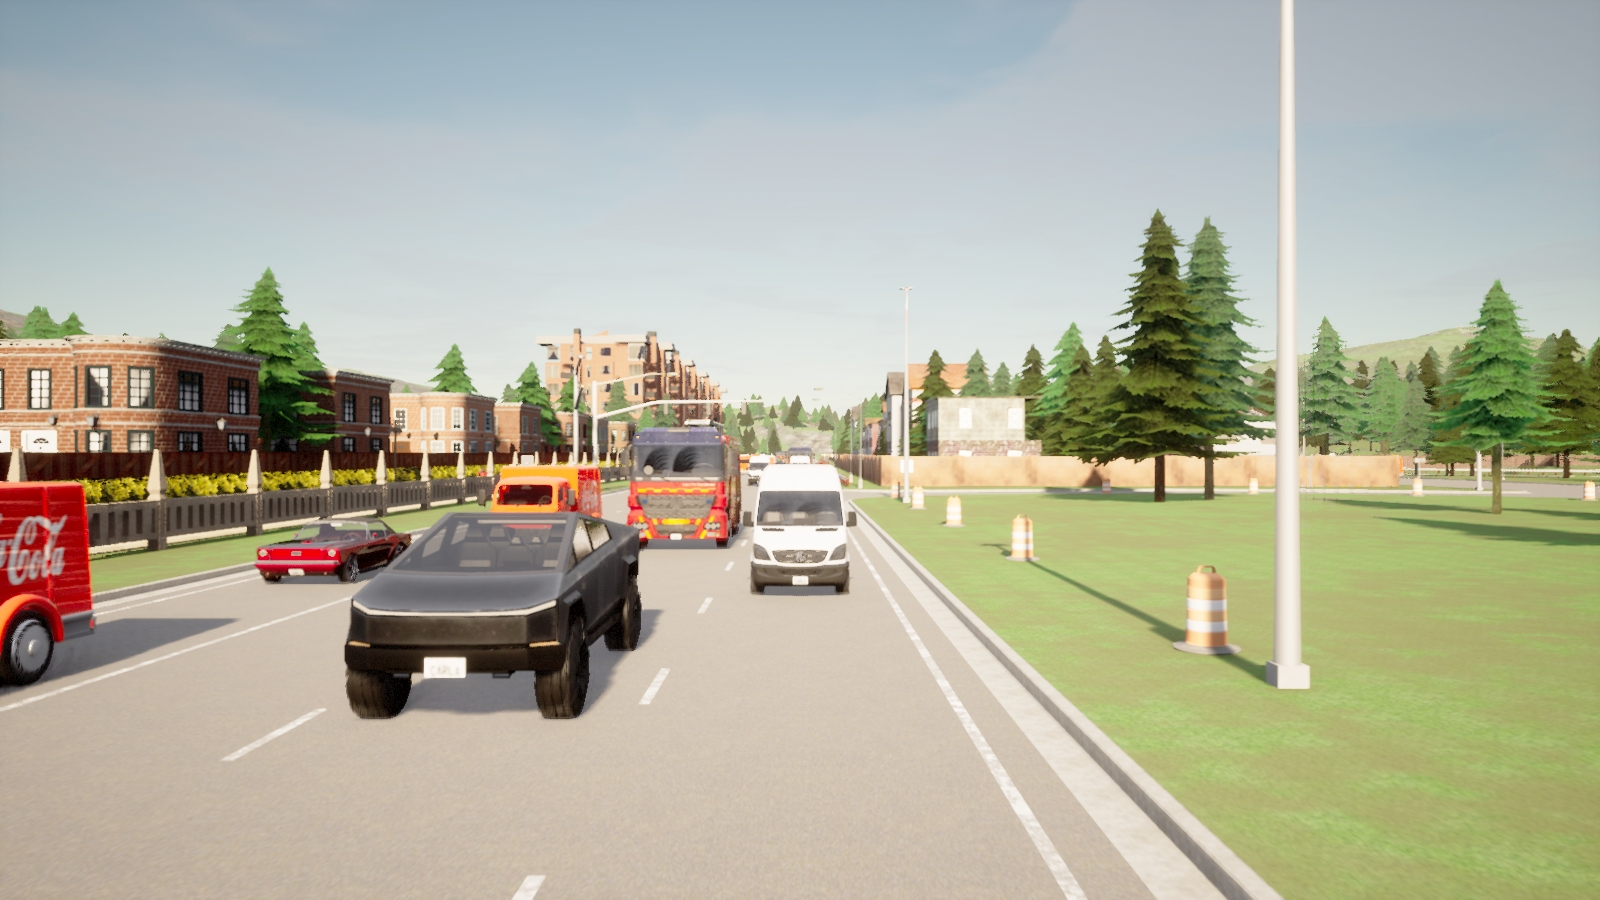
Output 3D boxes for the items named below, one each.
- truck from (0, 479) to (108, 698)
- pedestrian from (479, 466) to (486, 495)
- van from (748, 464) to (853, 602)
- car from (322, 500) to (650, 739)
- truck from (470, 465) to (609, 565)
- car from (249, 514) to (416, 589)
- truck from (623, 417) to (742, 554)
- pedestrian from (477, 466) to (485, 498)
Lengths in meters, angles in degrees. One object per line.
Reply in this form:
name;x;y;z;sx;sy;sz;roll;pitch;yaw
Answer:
truck;-10.499;1.611;12.565;2.627;2.467;5.204;0;0;0
pedestrian;-20.113;1.923;72.395;0.375;1.860;0.375;0;0;0
van;0.006;1.614;24.659;1.988;2.561;5.915;0;0;0
car;-3.499;1.802;14.360;2.390;2.098;6.274;0;0;0
truck;-6.998;1.667;31.421;2.627;2.467;5.204;0;0;0
car;-10.498;2.239;26.076;1.895;1.301;4.718;0;0;0
truck;-3.493;1.004;36.023;2.891;3.827;8.468;0;0;0
pedestrian;-18.982;1.910;68.061;0.375;1.860;0.375;0;0;0
